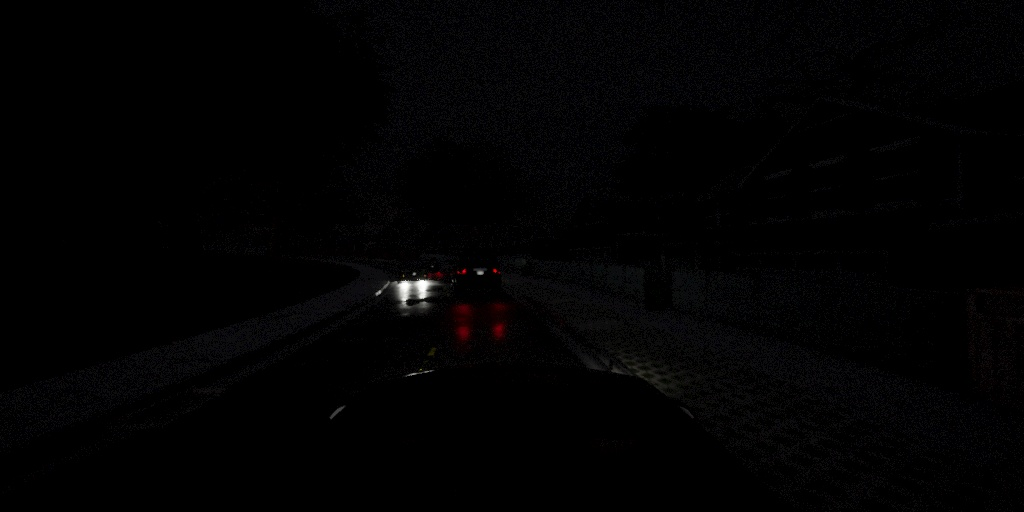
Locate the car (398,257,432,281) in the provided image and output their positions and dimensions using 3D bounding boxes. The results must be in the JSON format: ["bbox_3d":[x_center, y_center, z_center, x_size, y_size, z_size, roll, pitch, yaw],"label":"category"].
[{"bbox_3d":[-7.385,1.032,26.619,1.994,1.385,4.181,0,1,-19],"label":"car"}]

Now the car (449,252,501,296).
[{"bbox_3d":[-1.974,0.809,18.412,2.150,2.045,5.566,0,1,-12],"label":"car"}]

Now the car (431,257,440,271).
[{"bbox_3d":[-8.987,0.790,37.874,2.128,1.511,4.902,0,1,-26],"label":"car"}]
